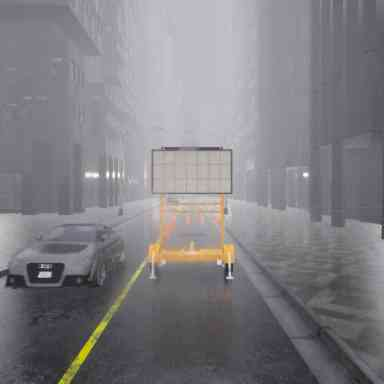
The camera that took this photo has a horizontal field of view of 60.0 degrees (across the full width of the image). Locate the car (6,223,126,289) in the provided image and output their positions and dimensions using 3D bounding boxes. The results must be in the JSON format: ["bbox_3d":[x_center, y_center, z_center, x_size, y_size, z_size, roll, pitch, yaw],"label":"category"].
[{"bbox_3d":[-3.105,1.559,9.023,1.994,1.385,4.181,0,0,0],"label":"car"}]

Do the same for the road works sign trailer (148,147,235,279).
[{"bbox_3d":[0.003,0.459,10.014,2.380,3.560,2.880,0,0,1],"label":"road works sign trailer"}]

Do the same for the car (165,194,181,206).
[{"bbox_3d":[-3.118,1.437,52.643,1.837,1.490,4.892,0,0,0],"label":"car"}]
